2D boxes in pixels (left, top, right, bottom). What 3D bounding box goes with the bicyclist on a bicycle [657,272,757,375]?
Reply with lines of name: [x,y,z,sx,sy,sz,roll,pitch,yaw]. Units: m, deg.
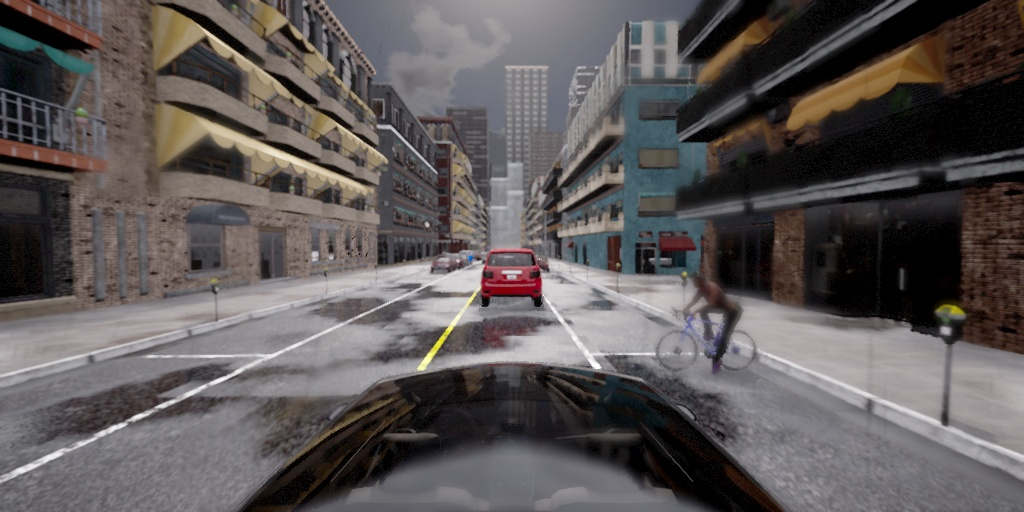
bicyclist on a bicycle: [3.171,1.078,5.827,1.656,1.620,0.582,0,1,-1]

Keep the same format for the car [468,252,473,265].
car: [-6.147,0.485,42.859,2.007,1.370,4.403,0,0,-1]

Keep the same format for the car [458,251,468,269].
car: [-6.079,0.487,37.259,1.967,1.591,4.097,0,0,-1]

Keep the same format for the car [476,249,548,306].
car: [-0.042,0.718,14.366,2.150,2.045,5.566,0,1,-1]

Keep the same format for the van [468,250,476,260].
van: [-6.216,0.163,48.460,1.690,1.789,3.998,0,0,-1]

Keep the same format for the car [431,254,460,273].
car: [-6.011,0.741,31.659,1.802,1.307,4.207,0,0,-1]
